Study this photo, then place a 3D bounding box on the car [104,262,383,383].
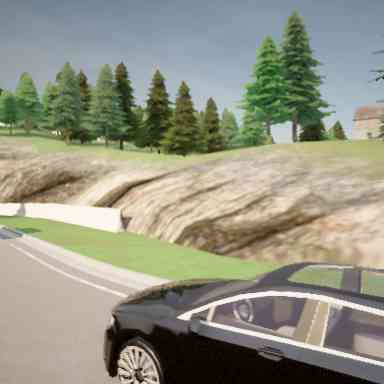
[{"bbox_3d":[1.167,1.494,3.261,4.902,1.511,2.128,0,0,37],"label":"car"}]
